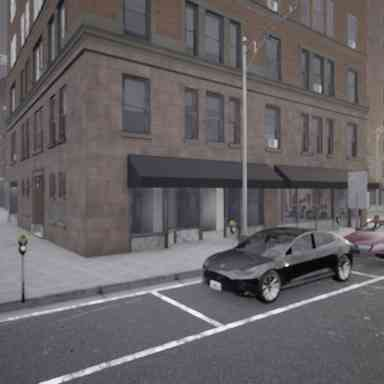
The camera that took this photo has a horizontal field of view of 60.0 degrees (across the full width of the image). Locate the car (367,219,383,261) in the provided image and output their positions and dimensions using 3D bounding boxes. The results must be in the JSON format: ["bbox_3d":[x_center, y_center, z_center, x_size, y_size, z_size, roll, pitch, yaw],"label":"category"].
[{"bbox_3d":[6.712,1.588,11.414,4.206,1.307,1.802,0,0,-36],"label":"car"}]

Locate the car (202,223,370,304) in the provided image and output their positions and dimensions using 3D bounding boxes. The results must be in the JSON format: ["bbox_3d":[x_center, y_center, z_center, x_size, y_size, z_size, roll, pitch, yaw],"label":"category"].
[{"bbox_3d":[2.255,1.569,8.189,4.313,1.339,1.947,0,0,-36],"label":"car"}]
